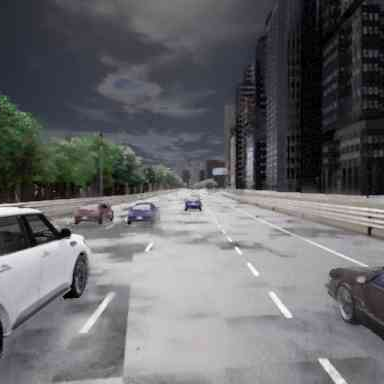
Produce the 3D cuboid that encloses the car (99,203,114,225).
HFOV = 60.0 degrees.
[{"bbox_3d":[-6.841,1.473,23.546,1.812,1.442,4.674,0,0,0],"label":"car"}]

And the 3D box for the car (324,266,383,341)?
[{"bbox_3d":[3.500,1.546,4.049,2.033,1.411,5.357,0,0,0],"label":"car"}]

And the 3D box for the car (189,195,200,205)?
[{"bbox_3d":[0.423,1.289,55.770,1.812,1.442,4.674,0,0,1],"label":"car"}]

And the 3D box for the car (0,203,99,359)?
[{"bbox_3d":[-3.396,1.219,5.260,2.150,2.045,5.566,0,0,0],"label":"car"}]

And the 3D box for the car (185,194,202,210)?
[{"bbox_3d":[0.166,1.360,40.185,2.163,1.488,4.792,0,0,0],"label":"car"}]

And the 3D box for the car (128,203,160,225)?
[{"bbox_3d":[-3.342,1.474,23.532,1.812,1.442,4.674,0,0,0],"label":"car"}]

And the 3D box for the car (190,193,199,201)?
[{"bbox_3d":[0.560,1.089,73.399,1.882,1.535,5.008,0,1,1],"label":"car"}]
